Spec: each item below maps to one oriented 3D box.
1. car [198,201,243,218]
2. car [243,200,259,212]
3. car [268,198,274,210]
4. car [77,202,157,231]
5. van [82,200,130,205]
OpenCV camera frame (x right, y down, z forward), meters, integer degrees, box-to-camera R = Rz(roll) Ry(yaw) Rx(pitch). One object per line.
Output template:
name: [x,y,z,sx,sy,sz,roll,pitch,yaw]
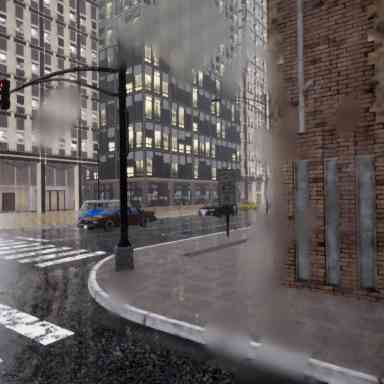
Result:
car: [2.433,1.582,30.938,2.128,1.511,4.902,-1,-1,36]
car: [6.752,1.689,41.430,1.752,1.417,4.829,-2,-1,36]
car: [12.006,1.346,44.251,2.150,2.045,5.566,-1,-1,36]
car: [-4.551,1.614,21.177,2.033,1.411,5.357,-1,-1,36]
van: [-6.070,1.460,23.512,1.690,1.788,3.998,-2,-1,36]
